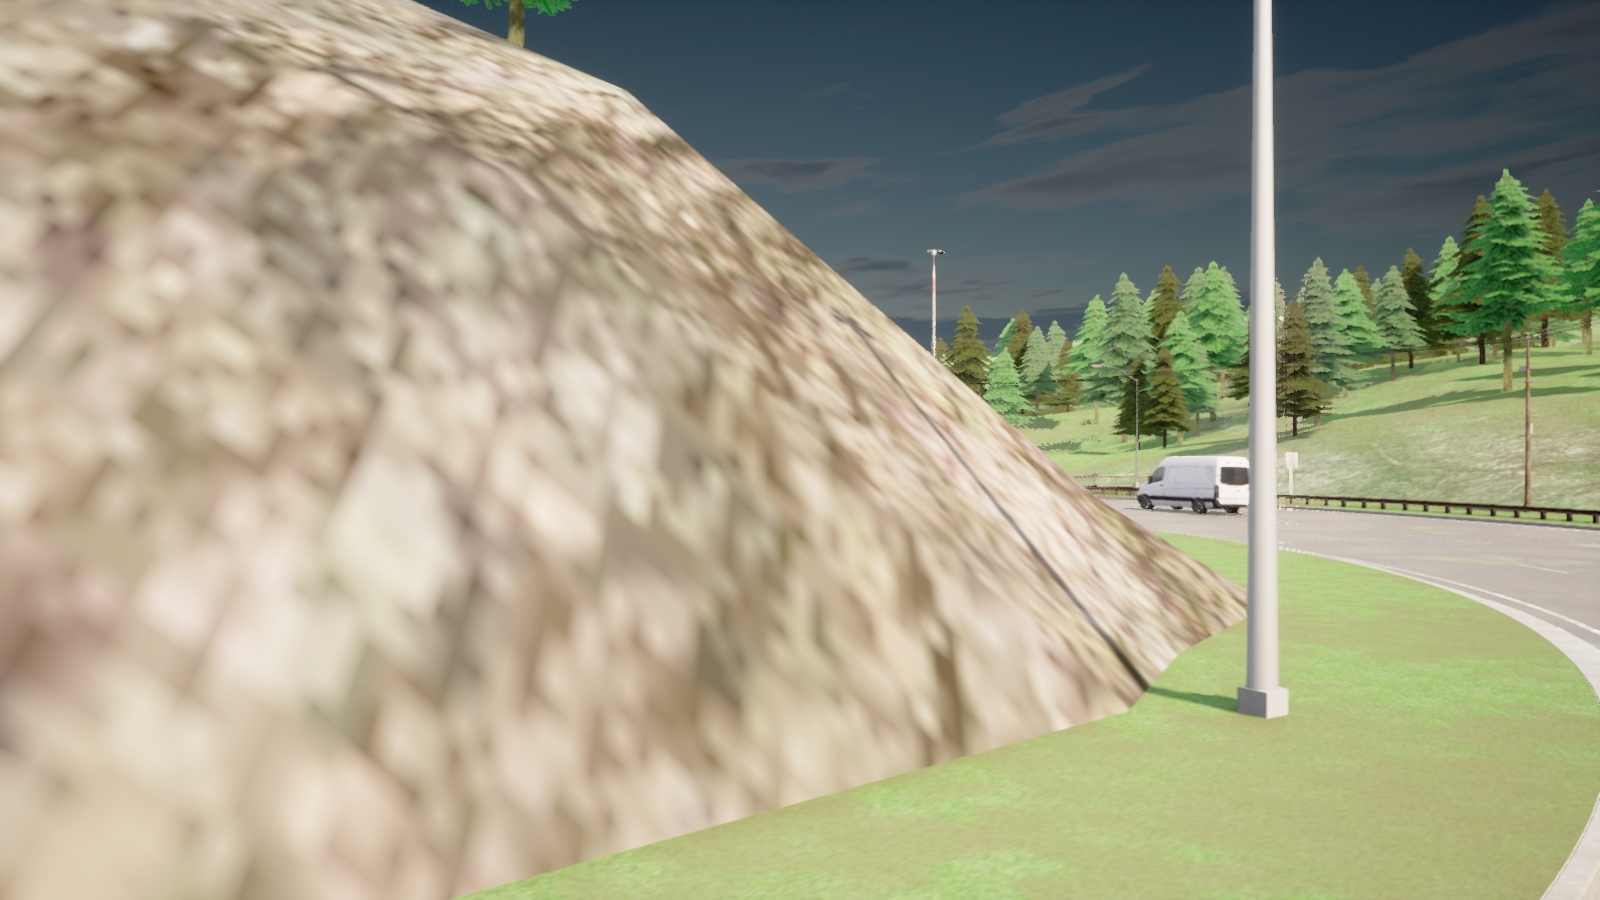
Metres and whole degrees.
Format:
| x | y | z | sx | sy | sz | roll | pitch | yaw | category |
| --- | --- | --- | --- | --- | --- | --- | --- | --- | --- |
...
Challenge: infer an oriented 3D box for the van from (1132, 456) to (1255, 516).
| x | y | z | sx | sy | sz | roll | pitch | yaw | category |
| --- | --- | --- | --- | --- | --- | --- | --- | --- | --- |
| 17.799 | 1.565 | 52.107 | 1.988 | 2.561 | 5.915 | 1 | 0 | -20 | van |
